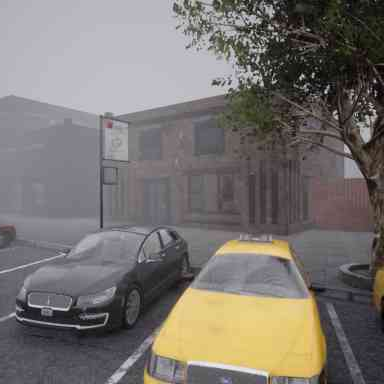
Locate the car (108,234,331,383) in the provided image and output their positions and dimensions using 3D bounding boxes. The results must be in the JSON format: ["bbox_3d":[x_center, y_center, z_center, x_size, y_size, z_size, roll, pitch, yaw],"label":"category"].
[{"bbox_3d":[0.962,1.480,5.186,1.946,1.575,5.366,1,-1,16],"label":"car"}]

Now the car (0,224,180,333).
[{"bbox_3d":[-1.424,1.487,7.117,2.231,1.521,4.892,1,-1,16],"label":"car"}]

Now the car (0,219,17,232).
[{"bbox_3d":[-8.741,1.528,12.359,2.002,1.452,4.674,1,-1,16],"label":"car"}]

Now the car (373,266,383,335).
[{"bbox_3d":[3.405,1.480,3.442,1.946,1.575,5.366,1,-1,16],"label":"car"}]
